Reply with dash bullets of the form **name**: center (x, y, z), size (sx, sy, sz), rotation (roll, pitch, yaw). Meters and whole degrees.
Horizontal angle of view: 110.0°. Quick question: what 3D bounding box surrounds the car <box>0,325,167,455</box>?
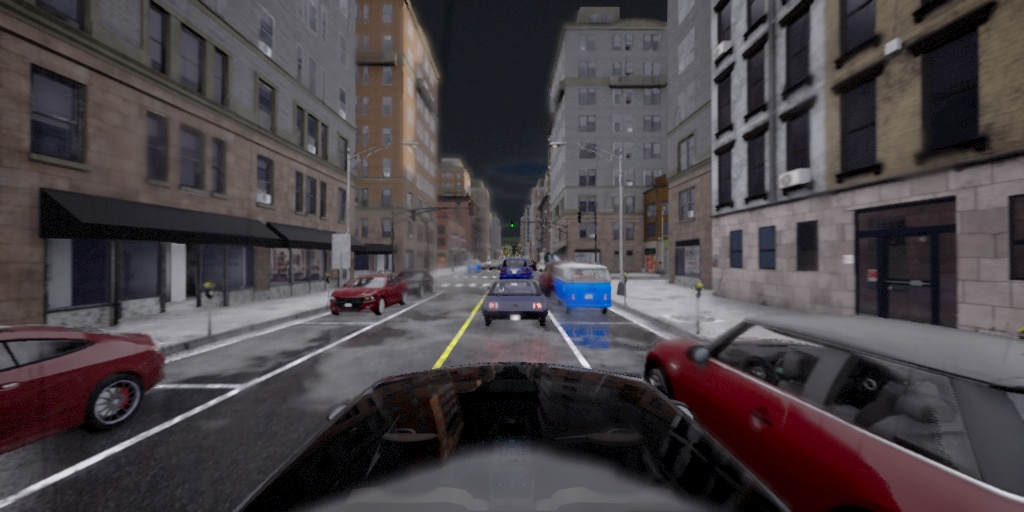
- **car**: center (-5.388, 1.342, 3.019), size (1.802, 1.307, 4.207), rotation (0, 0, 0)

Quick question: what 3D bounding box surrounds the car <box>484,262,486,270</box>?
- **car**: center (-5.413, 1.773, 62.327), size (1.948, 1.339, 4.313), rotation (0, 0, 0)

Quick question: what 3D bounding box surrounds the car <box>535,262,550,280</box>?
- **car**: center (2.635, 1.202, 19.553), size (2.192, 1.841, 5.009), rotation (0, 0, 0)

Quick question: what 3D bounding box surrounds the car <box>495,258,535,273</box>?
- **car**: center (0.477, 1.156, 25.875), size (2.150, 2.045, 5.566), rotation (0, 0, 7)

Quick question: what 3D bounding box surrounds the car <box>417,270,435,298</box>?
- **car**: center (-5.390, 1.453, 19.552), size (1.948, 1.339, 4.313), rotation (0, 0, 0)

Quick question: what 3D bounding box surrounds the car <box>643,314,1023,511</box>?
- **car**: center (2.637, 1.200, 3.021), size (1.967, 1.591, 4.097), rotation (0, 0, 0)

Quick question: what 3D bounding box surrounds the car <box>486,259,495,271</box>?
- **car**: center (-2.814, 1.690, 59.420), size (1.837, 1.490, 4.892), rotation (0, 0, 0)

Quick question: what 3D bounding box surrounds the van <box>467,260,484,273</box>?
- **van**: center (-5.415, 1.468, 51.515), size (1.690, 1.789, 3.998), rotation (0, 0, 0)

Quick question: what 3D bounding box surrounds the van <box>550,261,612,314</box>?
- **van**: center (2.636, 1.186, 14.042), size (1.690, 1.789, 3.998), rotation (0, 0, 0)

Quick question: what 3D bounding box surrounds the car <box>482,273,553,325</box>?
- **car**: center (0.098, 1.431, 12.147), size (1.895, 1.301, 4.718), rotation (0, 0, 0)

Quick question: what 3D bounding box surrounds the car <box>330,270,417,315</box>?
- **car**: center (-5.390, 1.390, 14.041), size (1.888, 1.381, 4.507), rotation (0, 0, 0)
